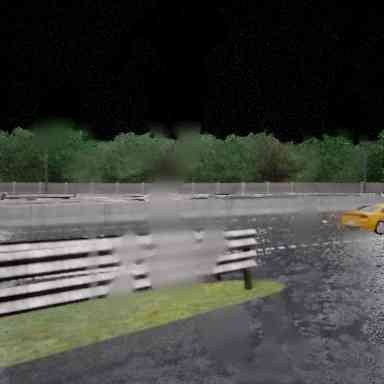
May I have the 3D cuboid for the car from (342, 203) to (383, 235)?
[{"bbox_3d":[10.587,1.365,18.141,5.008,1.535,1.882,-1,1,-20],"label":"car"}]
